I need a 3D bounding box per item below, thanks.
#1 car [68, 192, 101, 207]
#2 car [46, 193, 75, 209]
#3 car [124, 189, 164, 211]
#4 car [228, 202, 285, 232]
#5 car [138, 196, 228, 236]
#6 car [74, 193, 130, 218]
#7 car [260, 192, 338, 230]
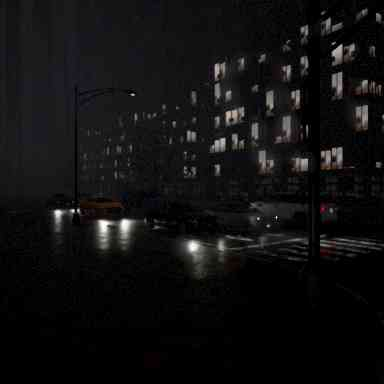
[{"bbox_3d":[-12.165,0.809,37.293,1.882,1.535,5.008,0,1,-38],"label":"car"},{"bbox_3d":[-13.260,0.885,33.407,1.837,1.490,4.892,0,1,-38],"label":"car"},{"bbox_3d":[-3.646,0.806,26.393,2.150,2.045,5.566,0,1,-38],"label":"car"},{"bbox_3d":[2.508,1.368,18.580,1.895,1.301,4.718,0,1,-39],"label":"car"},{"bbox_3d":[-0.661,1.231,17.325,1.882,1.535,5.008,0,1,-37],"label":"car"},{"bbox_3d":[-6.977,1.044,25.374,1.882,1.535,5.008,0,1,-38],"label":"car"},{"bbox_3d":[5.813,1.003,19.938,2.150,2.045,5.566,0,1,-38],"label":"car"}]
